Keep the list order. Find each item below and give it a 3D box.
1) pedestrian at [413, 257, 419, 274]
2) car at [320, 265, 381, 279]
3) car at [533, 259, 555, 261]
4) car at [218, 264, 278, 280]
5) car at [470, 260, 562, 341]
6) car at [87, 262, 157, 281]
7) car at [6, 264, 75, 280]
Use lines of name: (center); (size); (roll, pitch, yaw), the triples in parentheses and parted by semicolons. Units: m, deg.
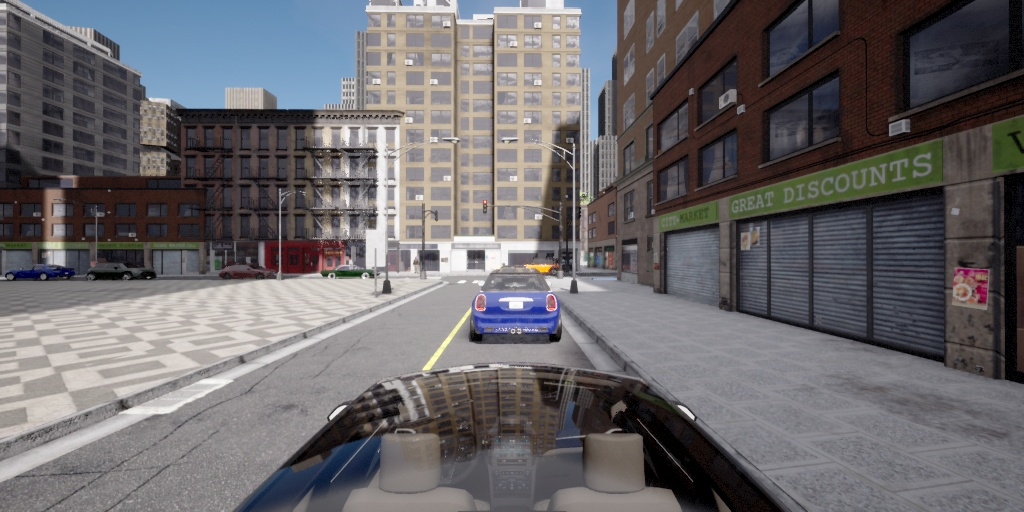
pedestrian: (-10.260, 0.970, 38.280); (0.375, 1.860, 0.375); (0, 0, -1)
car: (-14.282, 1.443, 31.980); (4.718, 1.301, 1.895); (0, 0, -1)
car: (2.447, 1.063, 35.440); (4.553, 1.767, 2.097); (-1, 0, -1)
car: (-23.351, 1.434, 31.858); (4.674, 1.442, 1.812); (0, 0, -1)
car: (0.082, 1.101, 10.017); (2.097, 1.767, 4.553); (0, 0, 0)
car: (-34.366, 1.330, 31.680); (4.553, 1.767, 2.097); (0, 0, -1)
car: (-45.544, 1.531, 34.654); (5.008, 1.535, 1.882); (0, 0, -1)
